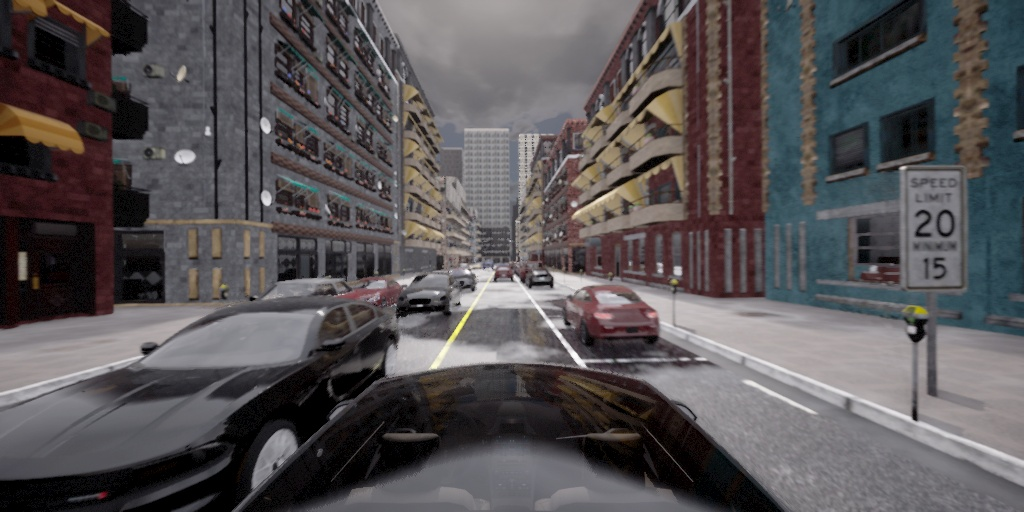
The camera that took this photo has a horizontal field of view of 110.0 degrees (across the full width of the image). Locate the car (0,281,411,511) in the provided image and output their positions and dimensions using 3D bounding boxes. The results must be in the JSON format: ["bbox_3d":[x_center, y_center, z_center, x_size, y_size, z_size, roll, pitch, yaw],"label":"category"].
[{"bbox_3d":[-2.865,1.287,4.438,1.882,1.535,5.008,-1,-1,-2],"label":"car"}]

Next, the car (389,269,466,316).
[{"bbox_3d":[-3.131,1.430,14.349,1.837,1.490,4.892,-1,-1,-2],"label":"car"}]

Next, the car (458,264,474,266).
[{"bbox_3d":[-6.517,1.780,48.028,1.967,1.591,4.097,0,0,-2],"label":"car"}]

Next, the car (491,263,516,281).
[{"bbox_3d":[-0.804,1.668,35.495,1.812,1.442,4.674,-1,-1,-1],"label":"car"}]

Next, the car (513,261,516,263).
[{"bbox_3d":[1.208,1.895,53.812,1.948,1.339,4.313,0,0,-2],"label":"car"}]

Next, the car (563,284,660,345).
[{"bbox_3d":[2.428,1.396,9.440,1.802,1.307,4.207,0,0,-2],"label":"car"}]

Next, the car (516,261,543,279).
[{"bbox_3d":[1.816,1.388,31.626,2.192,1.841,5.009,0,0,-2],"label":"car"}]

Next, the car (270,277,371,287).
[{"bbox_3d":[-5.454,1.329,9.201,1.967,1.591,4.097,0,0,-2],"label":"car"}]

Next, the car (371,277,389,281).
[{"bbox_3d":[-5.606,1.536,14.748,1.802,1.307,4.207,0,0,-2],"label":"car"}]

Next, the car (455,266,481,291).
[{"bbox_3d":[-3.400,1.605,24.289,1.994,1.385,4.181,-1,-1,-2],"label":"car"}]

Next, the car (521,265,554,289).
[{"bbox_3d":[1.968,1.574,26.079,1.948,1.339,4.313,0,0,-2],"label":"car"}]
